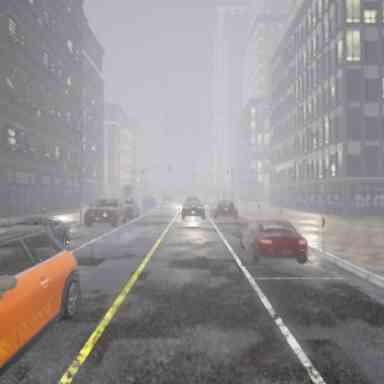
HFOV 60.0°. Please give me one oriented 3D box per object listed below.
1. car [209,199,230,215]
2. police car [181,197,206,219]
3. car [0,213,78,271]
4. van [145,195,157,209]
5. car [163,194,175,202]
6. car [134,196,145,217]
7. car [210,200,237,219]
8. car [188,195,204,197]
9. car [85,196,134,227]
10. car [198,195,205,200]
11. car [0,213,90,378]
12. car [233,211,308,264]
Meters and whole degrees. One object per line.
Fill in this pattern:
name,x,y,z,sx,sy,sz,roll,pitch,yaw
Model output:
car,2.711,1.495,33.821,1.752,1.417,4.829,1,0,0
police car,0.103,1.474,28.891,2.038,1.542,4.974,0,0,0
car,-5.681,1.551,11.559,1.947,1.339,4.313,1,0,0
van,-5.655,1.316,44.698,1.690,1.788,3.998,1,0,0
car,-5.674,1.341,77.104,2.192,1.841,5.009,0,0,0
car,-5.684,1.287,28.128,2.192,1.841,5.009,1,0,0
car,2.709,1.411,28.127,1.967,1.590,4.097,1,0,0
car,0.085,1.325,43.020,2.097,1.767,4.553,0,0,0
car,-5.682,1.290,22.606,2.192,1.841,5.009,1,0,0
car,2.705,1.599,94.260,1.752,1.417,4.829,0,0,0
car,-3.102,1.346,4.230,2.097,1.767,4.553,0,0,0
car,2.699,1.567,11.557,1.802,1.307,4.206,1,0,0
